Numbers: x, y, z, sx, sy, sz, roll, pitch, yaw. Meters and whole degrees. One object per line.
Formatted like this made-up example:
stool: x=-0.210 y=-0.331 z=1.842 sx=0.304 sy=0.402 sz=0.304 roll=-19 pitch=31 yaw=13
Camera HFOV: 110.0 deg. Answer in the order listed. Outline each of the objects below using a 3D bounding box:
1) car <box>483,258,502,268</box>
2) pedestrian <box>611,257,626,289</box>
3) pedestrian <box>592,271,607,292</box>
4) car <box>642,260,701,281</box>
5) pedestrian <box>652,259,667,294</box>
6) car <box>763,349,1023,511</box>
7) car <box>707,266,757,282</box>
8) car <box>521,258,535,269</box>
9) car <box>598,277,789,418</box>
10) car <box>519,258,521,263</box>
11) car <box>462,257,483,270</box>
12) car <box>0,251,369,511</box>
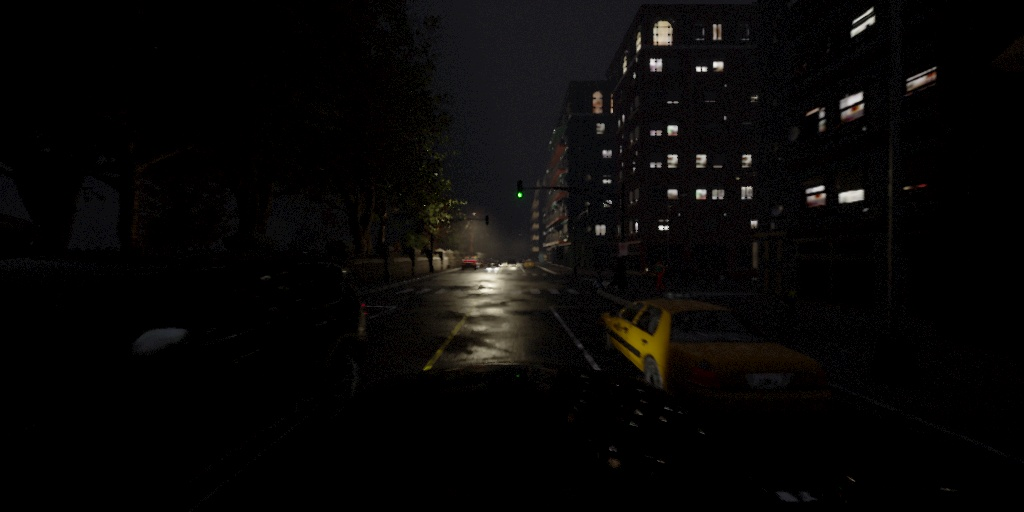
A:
car: x=-3.042 y=1.155 z=58.596 sx=2.128 sy=1.511 sz=4.902 roll=0 pitch=0 yaw=1
pedestrian: x=5.723 y=0.863 z=19.285 sx=0.375 sy=1.860 sz=0.375 roll=0 pitch=0 yaw=0
pedestrian: x=4.420 y=0.869 z=18.085 sx=0.375 sy=1.860 sz=0.375 roll=0 pitch=0 yaw=0
car: x=14.599 y=1.285 z=32.883 sx=5.009 sy=1.841 sz=2.192 roll=0 pitch=0 yaw=0
pedestrian: x=7.698 y=1.024 z=18.686 sx=0.375 sy=1.860 sz=0.375 roll=0 pitch=0 yaw=0
car: x=2.693 y=1.319 z=0.271 sx=1.948 sy=1.339 sz=4.313 roll=0 pitch=0 yaw=0
car: x=20.294 y=1.618 z=32.901 sx=4.507 sy=1.381 sz=1.888 roll=0 pitch=0 yaw=0
car: x=2.690 y=1.193 z=55.172 sx=1.751 sy=1.417 sz=4.829 roll=0 pitch=0 yaw=0
car: x=2.692 y=1.268 z=6.072 sx=1.751 sy=1.417 sz=4.829 roll=0 pitch=0 yaw=0
car: x=2.690 y=1.207 z=60.537 sx=1.888 sy=1.381 sz=4.507 roll=0 pitch=0 yaw=0
car: x=-5.690 y=0.988 z=49.466 sx=2.192 sy=1.841 sz=5.009 roll=0 pitch=0 yaw=0
car: x=-3.090 y=0.970 z=2.850 sx=2.150 sy=2.045 sz=5.566 roll=0 pitch=0 yaw=0
